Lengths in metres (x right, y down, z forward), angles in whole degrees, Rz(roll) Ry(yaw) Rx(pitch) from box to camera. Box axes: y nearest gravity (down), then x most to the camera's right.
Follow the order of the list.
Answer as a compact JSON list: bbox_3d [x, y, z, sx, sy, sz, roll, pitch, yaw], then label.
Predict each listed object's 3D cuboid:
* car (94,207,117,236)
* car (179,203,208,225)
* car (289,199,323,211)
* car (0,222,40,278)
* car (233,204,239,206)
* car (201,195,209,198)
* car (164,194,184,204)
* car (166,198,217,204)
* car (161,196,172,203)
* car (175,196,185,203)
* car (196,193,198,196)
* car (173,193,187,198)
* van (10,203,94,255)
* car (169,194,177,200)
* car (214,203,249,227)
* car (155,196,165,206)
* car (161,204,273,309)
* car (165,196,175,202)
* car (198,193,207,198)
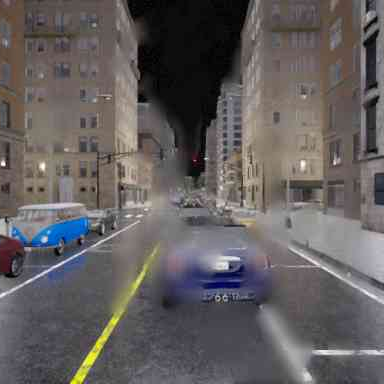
[{"bbox_3d":[-5.336,1.550,18.324,2.008,1.369,4.403,0,0,0],"label":"car"},{"bbox_3d":[0.092,1.563,25.052,1.994,1.385,4.181,0,0,0],"label":"car"},{"bbox_3d":[13.705,1.515,38.313,4.718,1.301,1.895,0,0,0],"label":"car"},{"bbox_3d":[-5.371,1.582,7.511,1.802,1.307,4.206,0,0,0],"label":"car"},{"bbox_3d":[2.698,1.525,18.471,1.752,1.417,4.829,0,0,0],"label":"car"},{"bbox_3d":[2.787,1.549,50.583,2.008,1.369,4.403,0,0,0],"label":"car"},{"bbox_3d":[-2.692,1.476,50.462,1.882,1.535,5.008,0,0,0],"label":"car"},{"bbox_3d":[0.123,1.351,15.390,2.097,1.767,4.553,0,0,0],"label":"car"},{"bbox_3d":[-5.186,1.562,67.649,1.947,1.339,4.313,0,0,0],"label":"car"},{"bbox_3d":[-2.540,1.519,70.556,1.812,1.442,4.674,0,0,0],"label":"car"},{"bbox_3d":[2.890,1.306,84.673,2.192,1.841,5.009,0,0,0],"label":"car"},{"bbox_3d":[-2.641,1.219,60.451,2.150,2.045,5.566,0,0,1],"label":"car"},{"bbox_3d":[-5.354,1.340,12.917,1.690,1.788,3.998,0,0,0],"label":"van"},{"bbox_3d":[-5.118,1.429,90.374,1.967,1.590,4.097,0,0,0],"label":"car"},{"bbox_3d":[2.709,1.550,23.707,2.008,1.369,4.403,0,0,0],"label":"car"},{"bbox_3d":[-5.221,1.523,56.117,1.752,1.417,4.829,0,0,0],"label":"car"},{"bbox_3d":[0.328,1.352,8.123,2.097,1.767,4.553,0,0,-5],"label":"car"},{"bbox_3d":[-5.152,1.543,79.012,2.008,1.369,4.403,0,0,0],"label":"car"},{"bbox_3d":[2.856,1.434,73.309,1.967,1.590,4.097,0,0,0],"label":"car"}]
